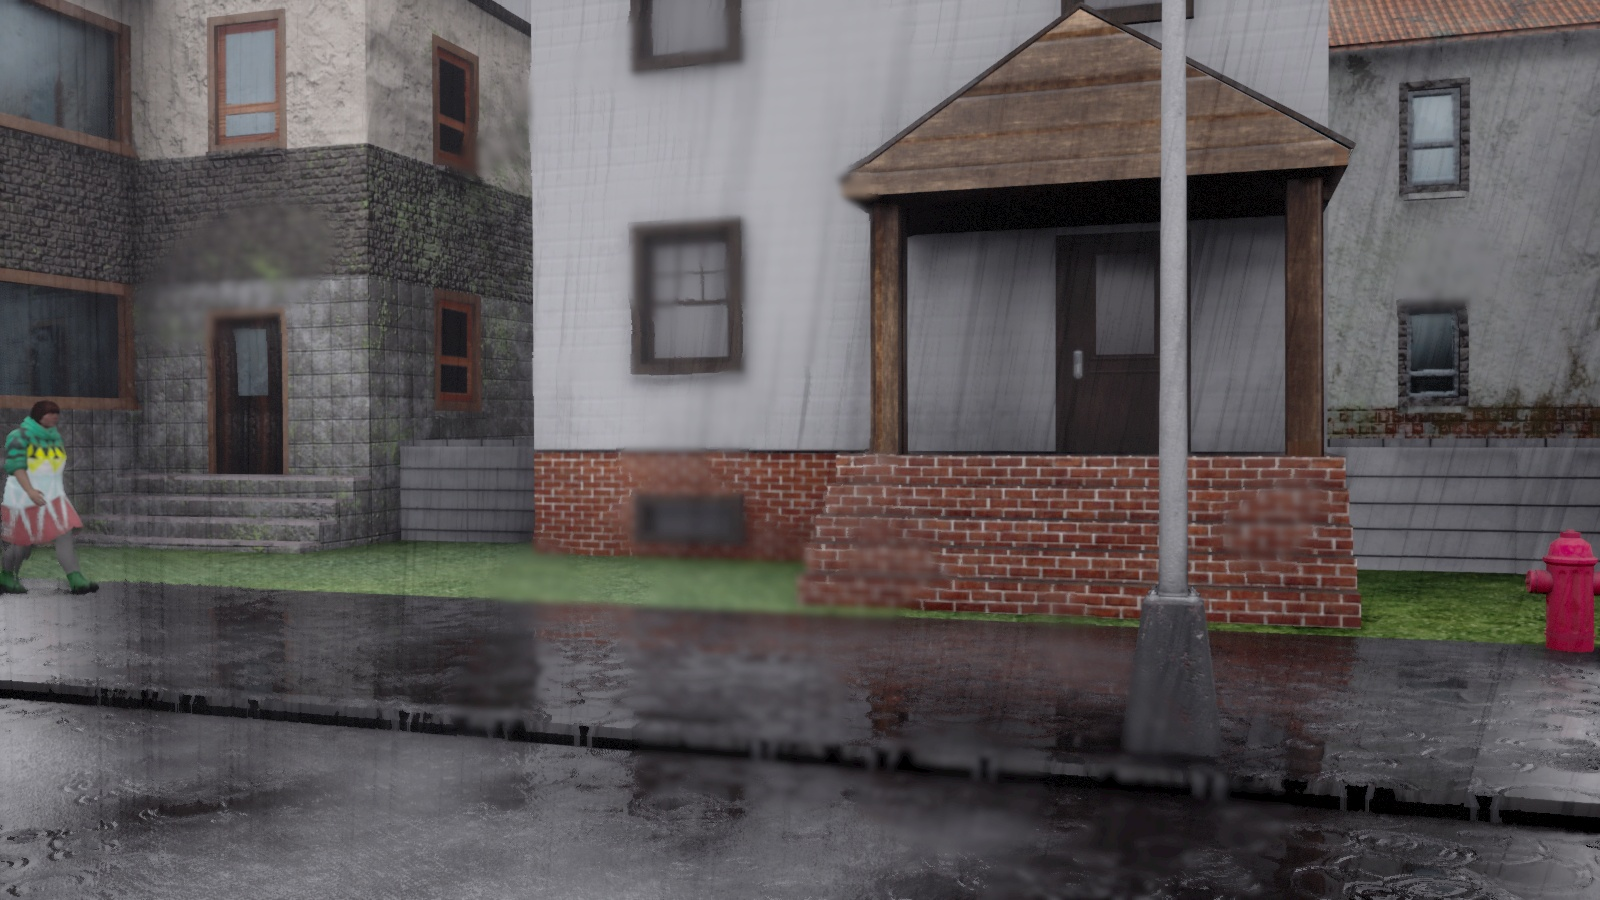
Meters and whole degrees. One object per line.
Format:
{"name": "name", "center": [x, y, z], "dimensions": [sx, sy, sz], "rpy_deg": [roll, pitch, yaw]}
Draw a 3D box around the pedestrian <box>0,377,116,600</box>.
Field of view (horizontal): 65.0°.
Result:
{"name": "pedestrian", "center": [-6.840, 0.328, 11.408], "dimensions": [0.873, 1.952, 0.659], "rpy_deg": [0, 1, 16]}
